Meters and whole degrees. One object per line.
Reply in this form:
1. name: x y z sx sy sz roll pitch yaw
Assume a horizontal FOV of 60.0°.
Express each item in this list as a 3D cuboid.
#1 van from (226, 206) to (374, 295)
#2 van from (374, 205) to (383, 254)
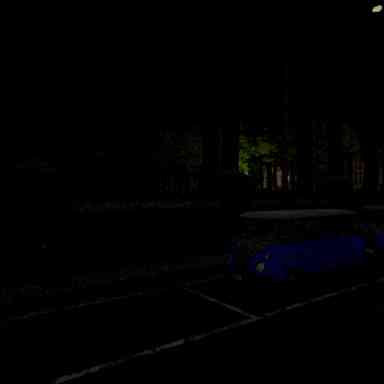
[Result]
1. van: 2.705 1.340 8.460 3.998 1.788 1.690 0 0 -35
2. van: 7.312 1.337 11.744 3.998 1.788 1.690 0 0 -35
